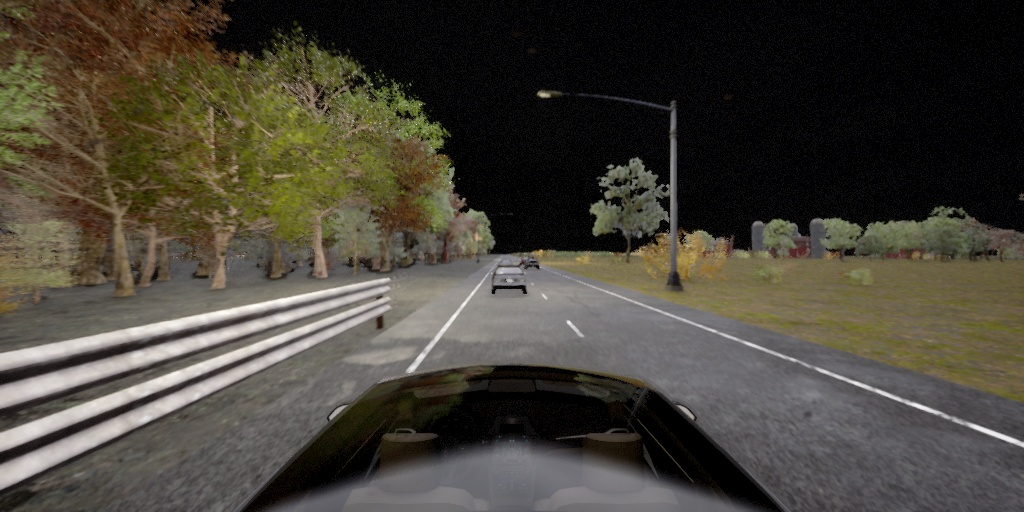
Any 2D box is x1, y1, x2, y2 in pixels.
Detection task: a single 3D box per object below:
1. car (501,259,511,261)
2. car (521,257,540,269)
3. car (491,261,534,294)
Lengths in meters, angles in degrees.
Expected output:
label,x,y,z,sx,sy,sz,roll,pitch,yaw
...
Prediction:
label,x,y,z,sx,sy,sz,roll,pitch,yaw
car,-0.749,1.068,45.841,1.994,1.385,4.181,0,0,-1
car,2.619,0.985,47.439,1.837,1.490,4.892,0,1,-1
car,-0.176,1.201,19.613,2.033,1.411,5.357,0,0,-1
